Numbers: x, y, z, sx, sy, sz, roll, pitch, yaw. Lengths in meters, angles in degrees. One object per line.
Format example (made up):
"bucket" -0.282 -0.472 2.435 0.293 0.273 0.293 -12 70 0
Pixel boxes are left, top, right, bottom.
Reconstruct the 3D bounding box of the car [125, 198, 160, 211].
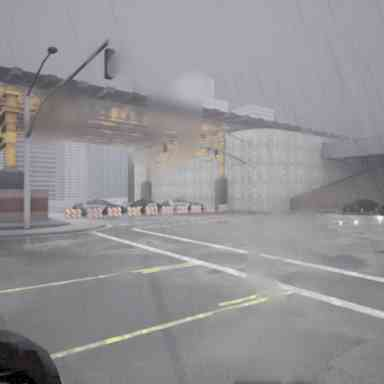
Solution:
"car" -5.086 1.287 34.945 1.853 1.218 4.536 0 0 18

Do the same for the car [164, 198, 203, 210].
"car" -1.253 1.285 38.659 4.536 1.218 1.853 0 0 -7

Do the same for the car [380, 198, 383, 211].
"car" 25.112 1.471 40.382 4.902 1.511 2.128 0 0 -37

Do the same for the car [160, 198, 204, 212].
"car" -1.201 1.443 38.666 4.974 1.542 2.038 0 0 -7

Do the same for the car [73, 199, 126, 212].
"car" -8.891 1.290 32.208 4.536 1.218 1.853 0 0 8

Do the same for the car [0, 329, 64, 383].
"car" -3.151 1.492 1.523 4.902 1.511 2.128 0 0 -35

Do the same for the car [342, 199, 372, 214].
"car" 17.589 1.462 34.697 5.008 1.535 1.882 0 0 -37

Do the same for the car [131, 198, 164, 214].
"car" -5.102 1.445 34.896 2.038 1.542 4.974 0 0 18

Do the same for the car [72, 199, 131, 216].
"car" -8.840 1.447 32.201 4.974 1.542 2.038 0 0 8

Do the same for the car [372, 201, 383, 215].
"car" 19.949 1.532 32.097 5.357 1.411 2.033 0 0 -37
